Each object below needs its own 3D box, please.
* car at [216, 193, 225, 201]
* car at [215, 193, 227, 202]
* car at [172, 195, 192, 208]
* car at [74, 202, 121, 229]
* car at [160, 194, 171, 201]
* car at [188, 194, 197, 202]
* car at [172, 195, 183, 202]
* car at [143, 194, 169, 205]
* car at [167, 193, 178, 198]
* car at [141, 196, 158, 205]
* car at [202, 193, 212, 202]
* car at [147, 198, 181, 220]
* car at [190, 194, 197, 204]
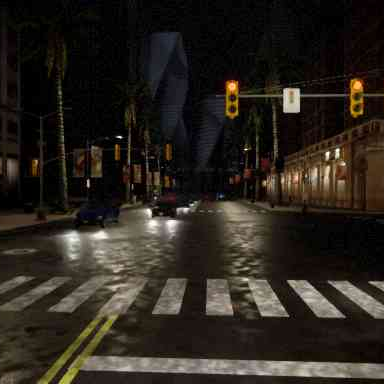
[{"bbox_3d":[7.433,1.217,88.091,2.150,2.045,5.566,0,0,2],"label":"car"},{"bbox_3d":[7.074,1.522,78.017,2.128,1.511,4.902,0,0,2],"label":"car"},{"bbox_3d":[-1.431,1.563,48.004,1.994,1.385,4.181,0,0,3],"label":"car"},{"bbox_3d":[-6.141,1.477,22.071,1.882,1.535,5.008,0,0,3],"label":"car"},{"bbox_3d":[-6.417,1.354,81.273,2.185,1.767,4.553,0,0,2],"label":"car"},{"bbox_3d":[0.105,1.335,78.992,2.097,1.767,4.553,0,0,2],"label":"car"},{"bbox_3d":[-3.405,1.526,78.779,2.033,1.411,5.357,0,0,2],"label":"car"},{"bbox_3d":[-4.986,1.489,46.911,2.128,1.511,4.902,0,0,3],"label":"car"},{"bbox_3d":[-4.106,1.224,64.527,2.150,2.045,5.566,0,0,3],"label":"car"},{"bbox_3d":[-7.505,1.513,59.369,2.161,1.482,4.786,0,0,2],"label":"car"},{"bbox_3d":[3.565,1.224,77.812,2.150,2.045,5.566,0,0,2],"label":"car"},{"bbox_3d":[-2.333,1.505,28.658,1.837,1.490,4.892,0,0,3],"label":"car"},{"bbox_3d":[-0.633,1.506,64.000,1.837,1.490,4.892,0,0,3],"label":"car"}]
